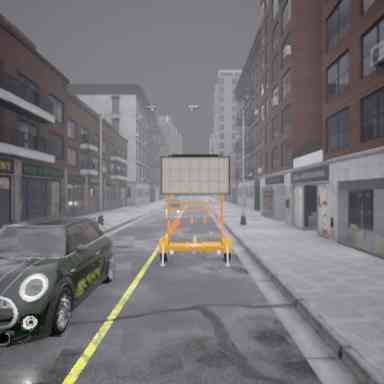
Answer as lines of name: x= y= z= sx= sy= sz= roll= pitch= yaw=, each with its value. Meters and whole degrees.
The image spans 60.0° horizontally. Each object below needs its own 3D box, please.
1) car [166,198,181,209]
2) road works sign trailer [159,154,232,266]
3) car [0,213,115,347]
car: x=-2.613 y=1.616 z=48.281 sx=1.837 sy=1.490 sz=4.892 roll=0 pitch=0 yaw=1
road works sign trailer: x=0.116 y=0.496 z=11.622 sx=2.380 sy=3.560 sz=2.880 roll=0 pitch=0 yaw=1
car: x=-3.036 y=1.370 z=6.661 sx=2.097 sy=1.767 sz=4.553 roll=0 pitch=0 yaw=1
